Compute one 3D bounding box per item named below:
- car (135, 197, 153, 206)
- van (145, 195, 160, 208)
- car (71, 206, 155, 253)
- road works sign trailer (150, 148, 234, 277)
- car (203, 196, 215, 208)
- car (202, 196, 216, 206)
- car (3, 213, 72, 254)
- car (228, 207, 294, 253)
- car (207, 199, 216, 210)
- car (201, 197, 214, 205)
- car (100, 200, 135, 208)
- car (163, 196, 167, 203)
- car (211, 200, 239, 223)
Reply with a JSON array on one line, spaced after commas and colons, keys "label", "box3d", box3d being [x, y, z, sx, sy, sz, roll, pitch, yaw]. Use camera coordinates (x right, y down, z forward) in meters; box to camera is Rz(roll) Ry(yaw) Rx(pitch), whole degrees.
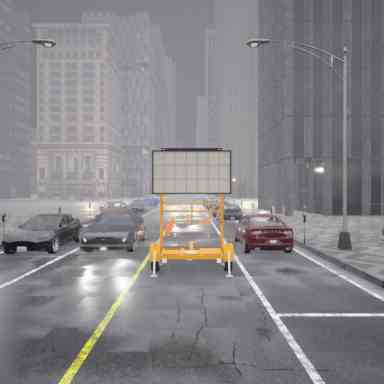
[{"label": "car", "box3d": [-5.793, 1.554, 36.027, 1.947, 1.339, 4.313, 0, 0, 0]}, {"label": "van", "box3d": [-5.803, 1.320, 47.309, 1.690, 1.788, 3.998, 0, 0, 0]}, {"label": "car", "box3d": [-3.009, 1.545, 13.969, 2.033, 1.411, 5.357, 0, 0, 0]}, {"label": "road works sign trailer", "box3d": [-0.007, 0.463, 10.205, 2.380, 3.560, 2.880, 0, 0, 0]}, {"label": "car", "box3d": [2.727, 1.509, 41.846, 1.752, 1.417, 4.829, 0, 0, 0]}, {"label": "car", "box3d": [2.718, 1.414, 52.958, 1.967, 1.590, 4.097, 0, 0, 0]}, {"label": "car", "box3d": [-5.775, 1.564, 13.463, 1.947, 1.339, 4.313, 0, 0, 0]}, {"label": "car", "box3d": [2.750, 1.543, 13.473, 1.887, 1.381, 4.507, 0, 0, 0]}, {"label": "car", "box3d": [2.736, 1.558, 30.394, 1.947, 1.339, 4.313, 0, 0, 0]}, {"label": "car", "box3d": [2.714, 1.518, 58.599, 2.008, 1.369, 4.403, 0, 0, 0]}, {"label": "car", "box3d": [-5.785, 1.435, 24.744, 1.967, 1.590, 4.097, 0, 0, 0]}, {"label": "car", "box3d": [-5.816, 1.512, 64.232, 2.008, 1.369, 4.403, 0, 0, 0]}, {"label": "car", "box3d": [2.741, 1.546, 24.754, 2.008, 1.369, 4.403, 0, 0, 0]}]
